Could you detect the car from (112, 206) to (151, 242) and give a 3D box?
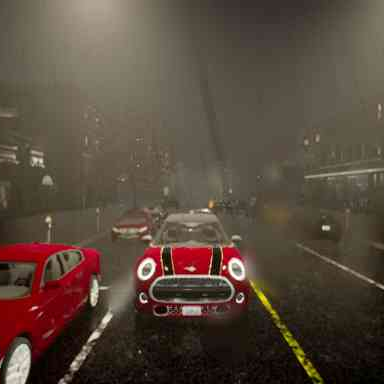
[{"bbox_3d":[-2.700,1.567,16.138,1.802,1.307,4.206,-1,0,0],"label":"car"}]

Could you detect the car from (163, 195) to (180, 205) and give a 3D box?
[{"bbox_3d":[-2.710,1.274,43.879,2.192,1.841,5.009,-1,0,0],"label":"car"}]

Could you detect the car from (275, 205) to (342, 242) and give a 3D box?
[{"bbox_3d":[5.681,1.551,16.143,1.947,1.339,4.313,-1,0,0],"label":"car"}]

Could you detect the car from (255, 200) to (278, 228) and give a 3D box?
[{"bbox_3d":[5.680,1.505,21.860,1.752,1.417,4.829,-1,0,0],"label":"car"}]

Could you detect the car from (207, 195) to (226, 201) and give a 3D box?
[{"bbox_3d":[3.056,1.436,44.094,1.882,1.535,5.008,0,0,0],"label":"car"}]

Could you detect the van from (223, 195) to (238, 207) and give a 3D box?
[{"bbox_3d":[5.670,1.295,49.432,1.690,1.788,3.998,-1,0,0],"label":"van"}]

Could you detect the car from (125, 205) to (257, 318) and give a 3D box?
[{"bbox_3d":[-0.005,1.345,7.672,2.097,1.767,4.553,0,0,0],"label":"car"}]

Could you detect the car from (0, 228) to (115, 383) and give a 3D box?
[{"bbox_3d":[-2.697,1.540,5.042,1.887,1.381,4.507,-1,0,0],"label":"car"}]

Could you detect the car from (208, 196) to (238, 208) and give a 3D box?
[{"bbox_3d":[3.076,1.460,33.865,2.128,1.511,4.902,0,0,0],"label":"car"}]

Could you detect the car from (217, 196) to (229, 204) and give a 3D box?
[{"bbox_3d":[5.669,1.468,60.699,1.752,1.417,4.829,-1,0,0],"label":"car"}]

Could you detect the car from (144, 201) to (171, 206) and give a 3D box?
[{"bbox_3d":[-2.702,1.531,21.686,2.008,1.369,4.403,-1,0,0],"label":"car"}]

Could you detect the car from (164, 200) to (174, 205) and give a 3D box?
[{"bbox_3d":[-2.703,1.557,27.235,1.802,1.307,4.206,-1,0,0],"label":"car"}]

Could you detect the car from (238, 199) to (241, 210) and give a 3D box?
[{"bbox_3d":[5.675,1.546,38.336,1.802,1.307,4.206,-1,0,0],"label":"car"}]

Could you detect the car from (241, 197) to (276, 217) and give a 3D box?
[{"bbox_3d":[5.675,1.290,27.239,2.192,1.841,5.009,-1,0,0],"label":"car"}]
